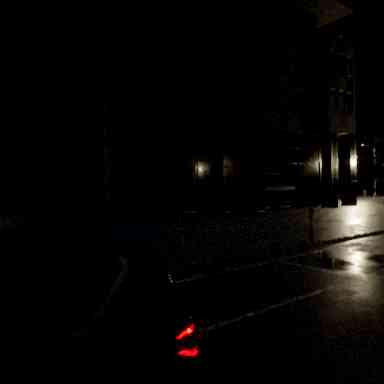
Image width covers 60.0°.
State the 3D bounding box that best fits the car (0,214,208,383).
[{"bbox_3d":[-2.493,1.250,1.598,5.566,2.045,2.150,-2,1,-36],"label":"car"}]
